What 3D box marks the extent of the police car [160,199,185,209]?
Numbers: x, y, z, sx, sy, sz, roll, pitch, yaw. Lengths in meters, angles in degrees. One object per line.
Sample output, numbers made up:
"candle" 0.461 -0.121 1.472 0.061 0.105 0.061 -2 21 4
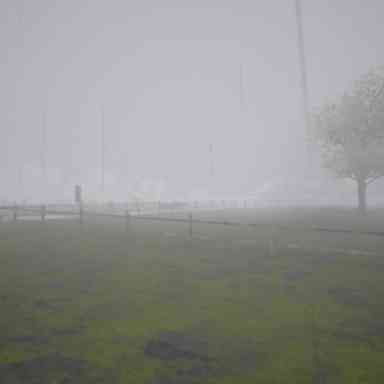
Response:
"police car" -3.135 2.003 53.424 1.930 1.638 5.238 -1 -2 36
